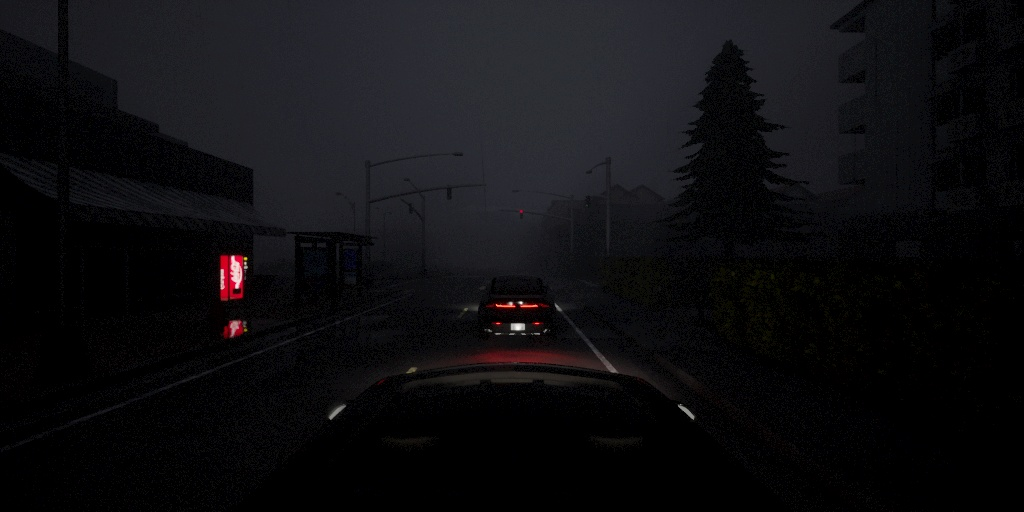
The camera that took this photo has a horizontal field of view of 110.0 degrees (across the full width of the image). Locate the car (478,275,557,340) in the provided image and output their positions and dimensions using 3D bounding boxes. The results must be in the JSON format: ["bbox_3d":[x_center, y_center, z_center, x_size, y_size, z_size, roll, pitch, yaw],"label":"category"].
[{"bbox_3d":[0.118,1.255,10.022,1.837,1.490,4.892,0,0,0],"label":"car"}]
